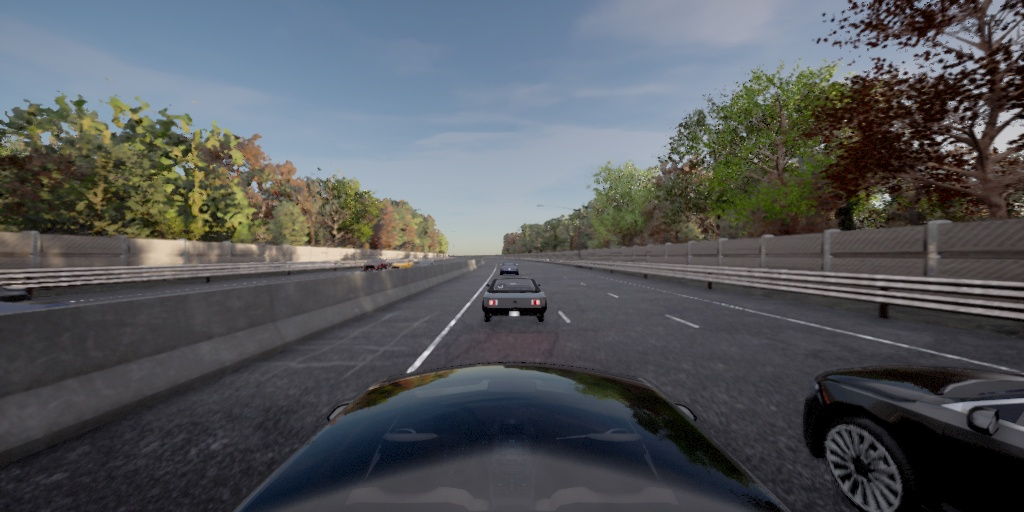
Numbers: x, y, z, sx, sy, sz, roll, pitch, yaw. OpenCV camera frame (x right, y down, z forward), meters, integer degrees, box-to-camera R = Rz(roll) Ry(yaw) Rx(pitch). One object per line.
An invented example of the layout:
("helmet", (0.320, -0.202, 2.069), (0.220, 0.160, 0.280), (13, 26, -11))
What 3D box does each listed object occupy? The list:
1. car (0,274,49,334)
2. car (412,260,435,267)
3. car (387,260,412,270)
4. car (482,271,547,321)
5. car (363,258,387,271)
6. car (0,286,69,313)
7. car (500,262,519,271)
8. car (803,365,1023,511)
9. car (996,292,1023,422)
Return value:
("car", (-14.119, 1.259, 7.770), (1.837, 1.490, 4.892), (0, 0, 0))
("car", (-11.176, 1.269, 46.892), (1.837, 1.490, 4.892), (0, 0, -1))
("car", (-14.709, 1.241, 48.332), (1.882, 1.535, 5.008), (0, 0, -1))
("car", (0.059, 1.355, 12.421), (1.895, 1.301, 4.718), (0, 0, 0))
("car", (-18.202, 1.114, 47.981), (2.097, 1.767, 4.553), (0, 0, -1))
("car", (-10.609, 1.301, 5.546), (2.033, 1.411, 5.357), (0, 0, 0))
("car", (-0.310, 1.327, 39.129), (1.994, 1.385, 4.181), (0, 0, -1))
("car", (3.593, 1.241, 1.298), (2.128, 1.511, 4.902), (0, 0, 0))
("car", (7.093, 1.226, 2.056), (1.882, 1.535, 5.008), (0, 0, 0))
